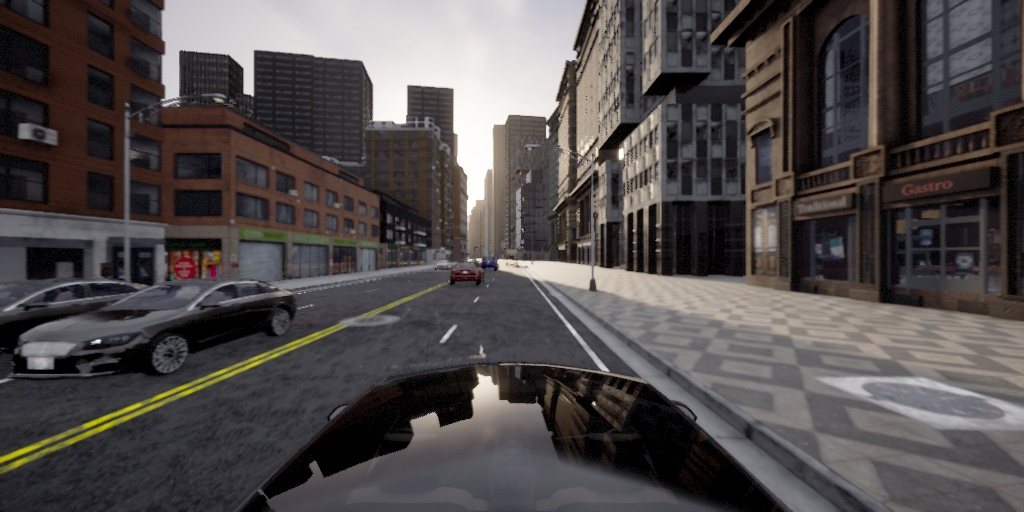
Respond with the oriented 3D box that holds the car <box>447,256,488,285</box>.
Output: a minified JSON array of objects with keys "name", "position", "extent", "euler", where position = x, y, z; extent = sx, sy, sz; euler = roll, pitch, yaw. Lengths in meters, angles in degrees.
[{"name":"car","position":[-3.152,1.108,26.267],"extent":[2.097,1.767,4.553],"euler":[0,0,0]}]

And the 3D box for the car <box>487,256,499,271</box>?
[{"name":"car","position":[-3.152,0.989,50.940],"extent":[2.150,2.045,5.566],"euler":[0,0,0]}]

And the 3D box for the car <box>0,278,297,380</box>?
[{"name":"car","position":[-6.600,1.242,7.473],"extent":[2.128,1.511,4.902],"euler":[0,0,0]}]

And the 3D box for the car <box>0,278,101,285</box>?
[{"name":"car","position":[-9.849,1.242,7.451],"extent":[2.128,1.511,4.902],"euler":[0,0,0]}]

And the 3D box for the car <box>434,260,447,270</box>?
[{"name":"car","position":[-9.810,1.294,51.341],"extent":[1.812,1.442,4.674],"euler":[0,0,0]}]
